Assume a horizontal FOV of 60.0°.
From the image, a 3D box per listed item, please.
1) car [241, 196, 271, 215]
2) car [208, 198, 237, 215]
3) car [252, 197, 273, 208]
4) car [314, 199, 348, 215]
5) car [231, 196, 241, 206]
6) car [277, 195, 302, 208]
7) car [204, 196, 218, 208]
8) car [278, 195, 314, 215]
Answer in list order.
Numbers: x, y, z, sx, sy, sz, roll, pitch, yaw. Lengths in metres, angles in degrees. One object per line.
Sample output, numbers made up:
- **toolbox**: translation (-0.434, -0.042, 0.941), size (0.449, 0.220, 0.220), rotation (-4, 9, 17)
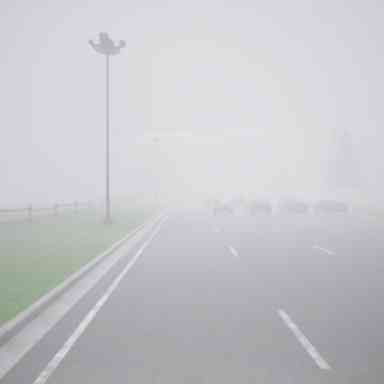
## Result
- **car**: translation (6.460, 1.417, 32.942), size (1.882, 1.535, 5.008), rotation (0, 0, -1)
- **car**: translation (3.000, 1.548, 33.560), size (1.895, 1.301, 4.718), rotation (0, 0, -1)
- **car**: translation (9.752, 1.417, 46.485), size (1.837, 1.490, 4.892), rotation (0, 0, -1)
- **car**: translation (13.463, 1.414, 32.671), size (2.128, 1.511, 4.902), rotation (0, 0, -1)
- **car**: translation (6.254, 1.273, 46.440), size (2.097, 1.767, 4.553), rotation (0, 0, -1)
- **car**: translation (13.261, 1.257, 45.614), size (2.097, 1.767, 4.553), rotation (0, 0, -1)
- **car**: translation (2.753, 1.282, 46.592), size (2.097, 1.767, 4.553), rotation (0, 0, -1)
- **car**: translation (9.960, 1.408, 33.016), size (1.882, 1.535, 5.008), rotation (0, 0, -1)
